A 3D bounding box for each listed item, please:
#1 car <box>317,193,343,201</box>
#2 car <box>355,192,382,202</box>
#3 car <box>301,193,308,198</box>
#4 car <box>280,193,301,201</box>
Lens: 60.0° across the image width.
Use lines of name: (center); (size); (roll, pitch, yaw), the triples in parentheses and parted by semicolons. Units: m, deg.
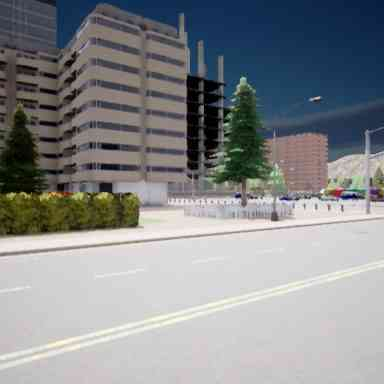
car: (30.342, 1.356, 73.262); (1.970, 1.475, 3.806); (0, 0, -36)
car: (44.053, 1.116, 83.138); (1.932, 1.855, 4.605); (0, 0, -36)
car: (28.638, 1.324, 90.588); (1.784, 1.438, 3.905); (0, 0, -36)
car: (26.279, 1.355, 88.910); (1.970, 1.475, 3.806); (0, 0, -36)
